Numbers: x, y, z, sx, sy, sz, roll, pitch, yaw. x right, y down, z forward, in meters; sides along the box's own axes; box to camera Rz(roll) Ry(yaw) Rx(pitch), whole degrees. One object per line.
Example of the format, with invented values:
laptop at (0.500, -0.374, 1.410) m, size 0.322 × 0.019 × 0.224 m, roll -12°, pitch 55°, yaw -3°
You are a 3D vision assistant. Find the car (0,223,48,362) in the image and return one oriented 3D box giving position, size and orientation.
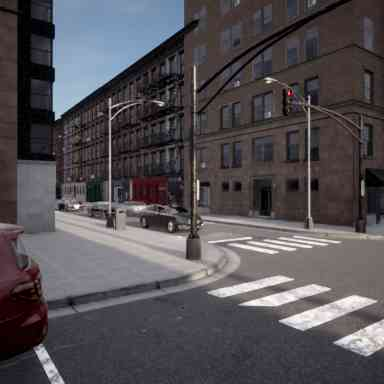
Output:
car at (-4.107, 1.315, 3.262) m, size 5.009 × 1.841 × 2.192 m, roll 0°, pitch 0°, yaw -35°

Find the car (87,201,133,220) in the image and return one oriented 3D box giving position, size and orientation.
car at (-6.972, 1.489, 27.276) m, size 1.895 × 1.301 × 4.718 m, roll 0°, pitch 0°, yaw -35°

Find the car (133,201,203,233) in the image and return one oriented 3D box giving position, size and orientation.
car at (-1.321, 1.438, 19.346) m, size 1.837 × 1.490 × 4.892 m, roll 0°, pitch 0°, yaw -37°

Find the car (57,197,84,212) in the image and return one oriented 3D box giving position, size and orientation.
car at (-13.177, 1.332, 35.995) m, size 2.128 × 1.511 × 4.902 m, roll 0°, pitch 0°, yaw -35°
